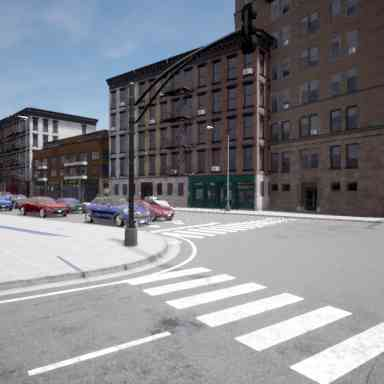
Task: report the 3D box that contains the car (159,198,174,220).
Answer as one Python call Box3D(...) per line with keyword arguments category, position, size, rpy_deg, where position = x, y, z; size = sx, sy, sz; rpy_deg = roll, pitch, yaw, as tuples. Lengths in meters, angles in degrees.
Box3D(category="car", position=(-3.382, 1.266, 23.836), size=(4.674, 1.442, 1.812), rpy_deg=(1, 0, 38))

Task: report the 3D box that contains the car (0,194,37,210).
Box3D(category="car", position=(-19.166, 1.029, 36.462), size=(4.902, 1.511, 2.128), rpy_deg=(1, 0, 40))

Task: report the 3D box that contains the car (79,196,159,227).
Box3D(category="car", position=(-4.593, 1.089, 20.587), size=(4.553, 1.767, 2.097), rpy_deg=(1, 0, 39))

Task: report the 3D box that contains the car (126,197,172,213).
Box3D(category="car", position=(-4.305, 1.229, 32.997), size=(4.674, 1.442, 1.812), rpy_deg=(1, 0, 38))

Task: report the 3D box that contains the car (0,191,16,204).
Box3D(category="car", position=(-27.587, 0.786, 48.231), size=(4.553, 1.767, 2.097), rpy_deg=(1, 0, 41))

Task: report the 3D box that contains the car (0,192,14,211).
Box3D(category="car", position=(-19.235, 1.025, 32.293), size=(5.008, 1.535, 1.882), rpy_deg=(1, 0, 40))

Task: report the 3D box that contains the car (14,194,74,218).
Box3D(category="car", position=(-11.748, 1.118, 26.226), size=(5.008, 1.535, 1.882), rpy_deg=(1, 0, 39))

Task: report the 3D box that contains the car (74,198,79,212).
Box3D(category="car", position=(-11.161, 1.201, 29.918), size=(4.181, 1.385, 1.994), rpy_deg=(1, 0, 39))
